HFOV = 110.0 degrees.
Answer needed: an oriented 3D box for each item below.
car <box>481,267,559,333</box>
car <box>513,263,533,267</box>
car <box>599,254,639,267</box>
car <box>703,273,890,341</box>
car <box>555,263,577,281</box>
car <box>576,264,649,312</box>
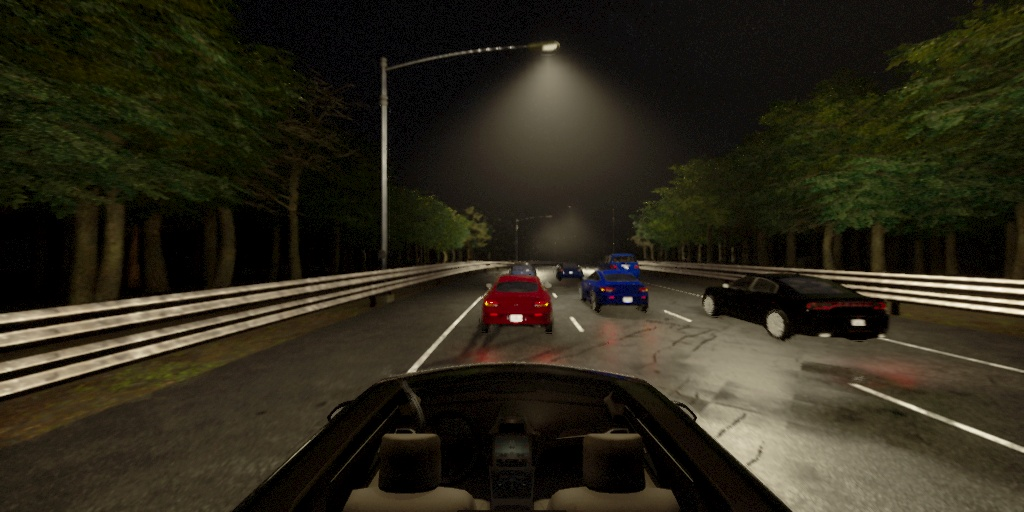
[{"bbox_3d":[0.184,1.237,10.475,1.812,1.442,4.674,0,0,2],"label":"car"},{"bbox_3d":[0.763,1.204,24.701,2.033,1.411,5.357,0,0,4],"label":"car"},{"bbox_3d":[7.950,0.880,27.043,2.150,2.045,5.566,0,0,4],"label":"car"},{"bbox_3d":[7.161,1.197,9.807,1.882,1.535,5.008,0,0,2],"label":"car"},{"bbox_3d":[4.601,1.218,29.117,1.994,1.385,4.181,0,0,4],"label":"car"},{"bbox_3d":[3.811,1.225,13.847,1.812,1.442,4.674,0,0,2],"label":"car"}]
